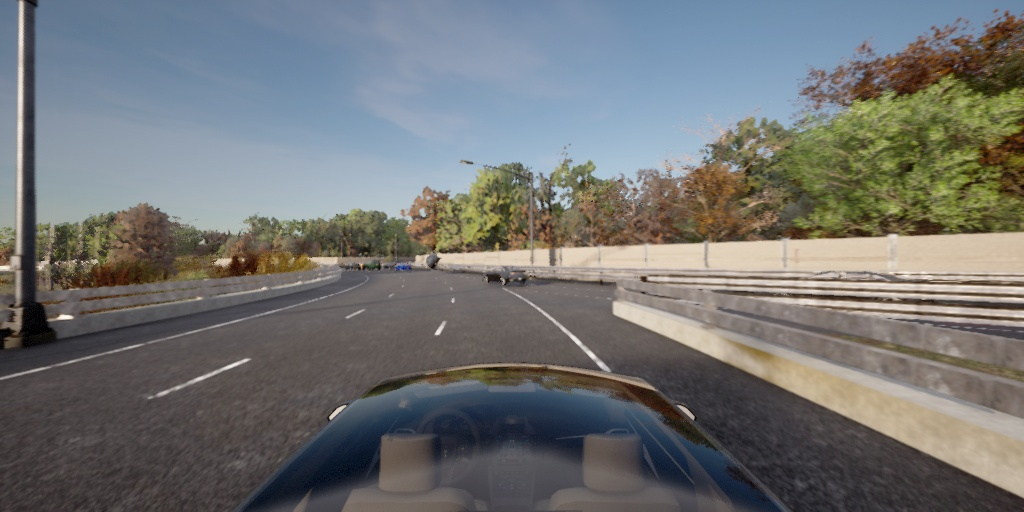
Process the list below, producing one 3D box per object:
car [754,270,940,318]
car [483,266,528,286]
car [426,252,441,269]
[{"bbox_3d":[11.789,1.270,13.095,2.128,1.511,4.902,0,-2,-45],"label":"car"},{"bbox_3d":[-0.611,1.512,28.351,2.128,1.511,4.902,0,-1,-30],"label":"car"},{"bbox_3d":[-11.899,0.587,53.411,1.535,1.882,5.008,21,1,-22],"label":"car"}]
